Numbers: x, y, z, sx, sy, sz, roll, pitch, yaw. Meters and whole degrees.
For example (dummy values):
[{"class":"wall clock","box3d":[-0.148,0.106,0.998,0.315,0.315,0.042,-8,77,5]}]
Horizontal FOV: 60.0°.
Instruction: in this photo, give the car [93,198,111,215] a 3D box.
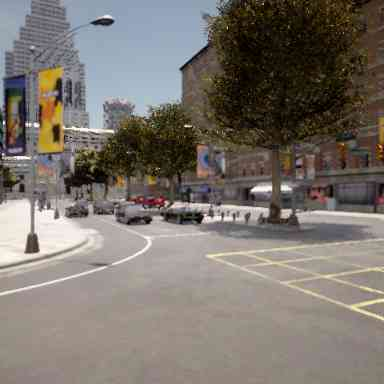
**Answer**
[{"class":"car","box3d":[-9.977,1.779,37.628,1.837,1.490,4.892,0,0,-25]}]

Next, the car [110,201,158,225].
[{"class":"car","box3d":[-4.715,1.731,26.411,2.033,1.411,5.357,0,0,-25]}]

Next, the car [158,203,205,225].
[{"class":"car","box3d":[-0.806,1.767,26.323,1.895,1.301,4.718,0,0,-25]}]

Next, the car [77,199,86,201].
[{"class":"car","box3d":[-18.680,1.957,56.398,1.812,1.442,4.674,0,-1,-25]}]

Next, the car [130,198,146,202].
[{"class":"car","box3d":[-7.829,1.834,41.290,2.033,1.411,5.357,0,0,-25]}]

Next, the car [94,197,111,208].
[{"class":"car","box3d":[-15.589,1.838,58.055,2.097,1.767,4.553,0,0,-25]}]

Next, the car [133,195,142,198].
[{"class":"car","box3d":[-10.826,1.693,66.735,2.150,2.045,5.566,0,0,-25]}]

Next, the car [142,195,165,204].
[{"class":"car","box3d":[-6.399,1.600,57.303,2.150,2.045,5.566,0,0,-25]}]

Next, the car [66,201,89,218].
[{"class":"car","box3d":[-11.758,1.855,34.005,1.895,1.301,4.718,0,0,-25]}]
